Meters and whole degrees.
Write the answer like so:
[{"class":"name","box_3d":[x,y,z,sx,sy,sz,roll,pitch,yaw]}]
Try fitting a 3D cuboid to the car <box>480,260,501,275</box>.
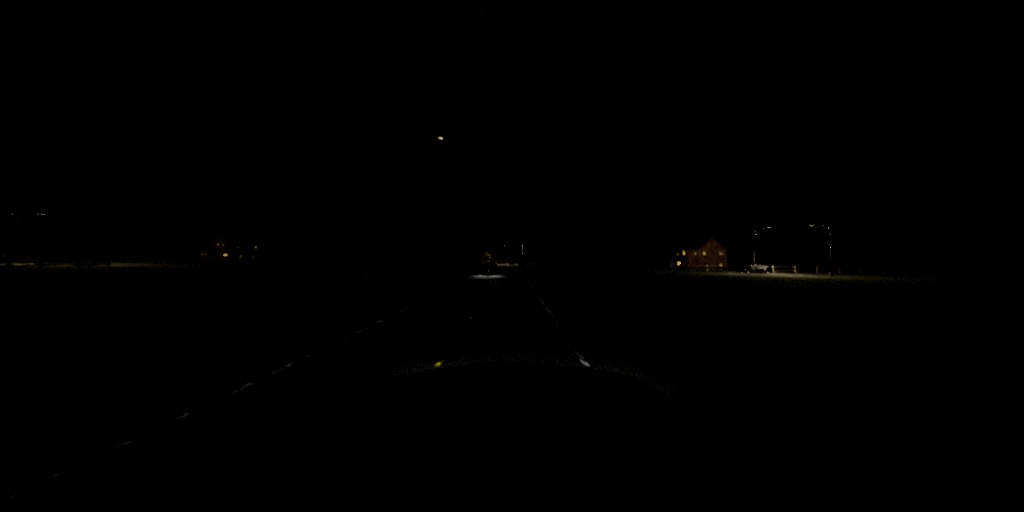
[{"class":"car","box_3d":[-2.739,1.537,44.237,1.837,1.490,4.892,0,-1,0]}]
